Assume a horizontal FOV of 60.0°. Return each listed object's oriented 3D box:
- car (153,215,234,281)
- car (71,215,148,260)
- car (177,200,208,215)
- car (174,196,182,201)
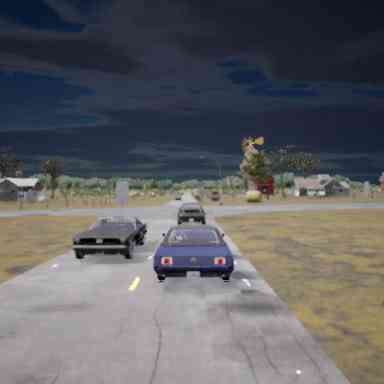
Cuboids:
[{"bbox_3d":[0.046,1.597,9.798,1.895,1.301,4.718,0,0,0],"label":"car"},{"bbox_3d":[-2.889,1.596,12.583,1.895,1.301,4.718,0,0,0],"label":"car"},{"bbox_3d":[0.000,1.499,23.081,1.837,1.490,4.892,0,-1,1],"label":"car"},{"bbox_3d":[-3.393,1.665,82.192,1.895,1.301,4.718,0,0,-1],"label":"car"}]
